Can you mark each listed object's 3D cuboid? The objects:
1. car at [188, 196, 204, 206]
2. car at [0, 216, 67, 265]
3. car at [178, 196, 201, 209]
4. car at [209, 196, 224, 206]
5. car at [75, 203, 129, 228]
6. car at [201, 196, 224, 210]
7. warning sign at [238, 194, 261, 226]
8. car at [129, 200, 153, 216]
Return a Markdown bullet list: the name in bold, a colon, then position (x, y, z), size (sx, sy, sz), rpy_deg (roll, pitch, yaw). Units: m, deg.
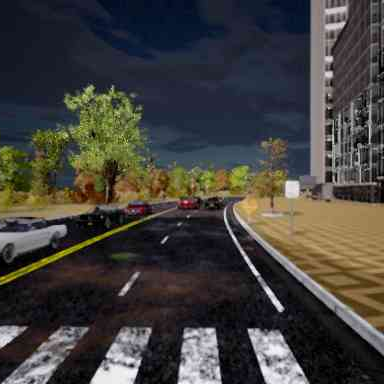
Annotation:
- **car**: position (0.658, 1.390, 52.394), size (1.882, 1.535, 5.008), rpy_deg (0, 0, 9)
- **car**: position (-6.341, 1.573, 11.760), size (1.895, 1.301, 4.718), rpy_deg (0, 0, 5)
- **car**: position (-0.514, 1.278, 42.870), size (2.097, 1.767, 4.553), rpy_deg (0, 0, 7)
- **car**: position (3.956, 1.394, 52.479), size (1.882, 1.535, 5.008), rpy_deg (0, 0, 9)
- **car**: position (-5.854, 1.556, 21.694), size (1.895, 1.301, 4.718), rpy_deg (0, 0, 4)
- **car**: position (2.681, 1.409, 42.079), size (1.882, 1.535, 5.008), rpy_deg (0, 0, 7)
- **warning sign**: position (3.471, 1.083, 20.173), size (1.300, 1.860, 1.060), rpy_deg (0, 0, 3)
- **car**: position (-5.078, 1.503, 31.729), size (1.994, 1.385, 4.181), rpy_deg (0, 0, 6)
